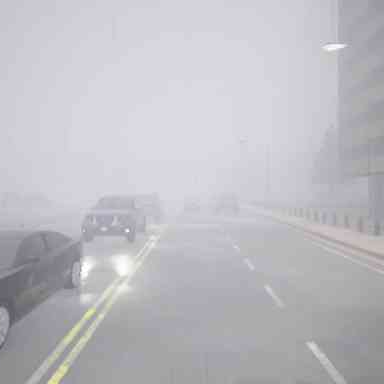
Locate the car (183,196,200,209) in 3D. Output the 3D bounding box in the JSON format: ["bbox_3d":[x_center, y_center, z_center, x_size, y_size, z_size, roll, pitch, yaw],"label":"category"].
[{"bbox_3d":[-0.014,1.337,43.895,2.128,1.511,4.902,0,0,0],"label":"car"}]

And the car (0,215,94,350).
[{"bbox_3d":[-3.592,1.455,6.226,1.882,1.535,5.008,0,0,0],"label":"car"}]

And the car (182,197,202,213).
[{"bbox_3d":[-0.011,1.402,34.919,1.812,1.442,4.674,0,0,0],"label":"car"}]

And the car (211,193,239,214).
[{"bbox_3d":[3.489,1.099,34.360,2.150,2.045,5.566,0,0,0],"label":"car"}]

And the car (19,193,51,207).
[{"bbox_3d":[-21.063,0.999,45.264,1.932,1.855,4.605,0,0,0],"label":"car"}]

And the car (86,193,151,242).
[{"bbox_3d":[-3.595,1.164,16.411,2.150,2.045,5.566,0,0,0],"label":"car"}]

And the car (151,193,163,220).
[{"bbox_3d":[-3.593,1.126,27.141,2.150,2.045,5.566,0,0,0],"label":"car"}]

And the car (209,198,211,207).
[{"bbox_3d":[3.508,1.188,46.073,2.097,1.767,4.553,0,0,0],"label":"car"}]

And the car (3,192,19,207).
[{"bbox_3d":[-23.957,1.002,45.327,1.905,1.878,3.866,0,0,0],"label":"car"}]
